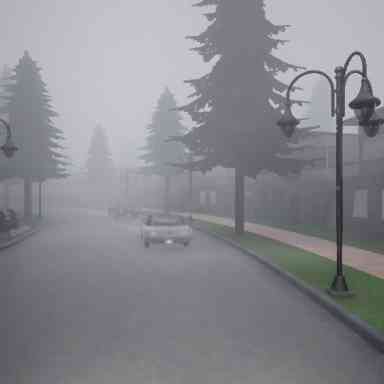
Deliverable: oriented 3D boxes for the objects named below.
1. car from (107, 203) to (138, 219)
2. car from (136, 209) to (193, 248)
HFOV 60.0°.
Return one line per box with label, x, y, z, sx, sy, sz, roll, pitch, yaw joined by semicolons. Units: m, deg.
car;-6.191;1.616;29.535;1.895;1.301;4.718;0;0;-25
car;-1.322;1.616;14.944;1.895;1.301;4.718;0;0;-12
